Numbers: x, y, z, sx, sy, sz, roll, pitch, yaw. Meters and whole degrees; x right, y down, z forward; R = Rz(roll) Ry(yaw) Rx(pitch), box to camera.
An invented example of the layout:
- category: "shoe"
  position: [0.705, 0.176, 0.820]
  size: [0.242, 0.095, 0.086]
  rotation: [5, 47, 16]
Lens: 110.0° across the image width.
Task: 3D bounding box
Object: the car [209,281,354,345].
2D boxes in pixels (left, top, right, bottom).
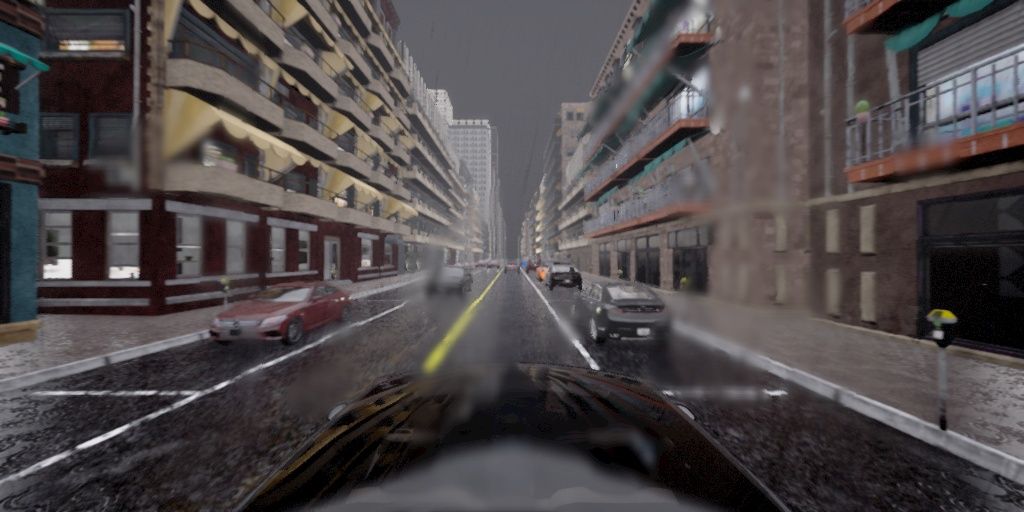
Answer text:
- category: "car"
  position: [-5.688, 1.347, 9.489]
  size: [1.802, 1.307, 4.207]
  rotation: [0, 0, 0]

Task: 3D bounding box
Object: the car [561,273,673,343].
- category: "car"
  position: [2.692, 1.314, 9.490]
  size: [2.007, 1.370, 4.403]
  rotation: [0, 0, 0]

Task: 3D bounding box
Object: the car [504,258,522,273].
- category: "car"
  position: [0.056, 1.322, 44.200]
  size: [2.128, 1.511, 4.902]
  rotation: [0, 0, 1]

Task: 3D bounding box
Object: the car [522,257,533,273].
- category: "car"
  position: [2.700, 1.143, 43.584]
  size: [2.192, 1.841, 5.009]
  rotation: [0, 0, 0]

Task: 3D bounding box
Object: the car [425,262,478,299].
- category: "car"
  position: [-3.096, 1.258, 18.469]
  size: [1.882, 1.535, 5.008]
  rotation: [0, 0, 0]

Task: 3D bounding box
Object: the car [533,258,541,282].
- category: "car"
  position: [3.119, 1.154, 29.698]
  size: [2.097, 1.767, 4.553]
  rotation: [0, 0, 0]

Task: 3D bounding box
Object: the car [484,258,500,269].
- category: "car"
  position: [-3.032, 1.342, 59.674]
  size: [1.882, 1.535, 5.008]
  rotation: [0, 0, 1]

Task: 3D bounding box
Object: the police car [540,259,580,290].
- category: "police car"
  position: [3.139, 1.213, 22.838]
  size: [1.930, 1.638, 5.238]
  rotation: [0, 0, 0]
